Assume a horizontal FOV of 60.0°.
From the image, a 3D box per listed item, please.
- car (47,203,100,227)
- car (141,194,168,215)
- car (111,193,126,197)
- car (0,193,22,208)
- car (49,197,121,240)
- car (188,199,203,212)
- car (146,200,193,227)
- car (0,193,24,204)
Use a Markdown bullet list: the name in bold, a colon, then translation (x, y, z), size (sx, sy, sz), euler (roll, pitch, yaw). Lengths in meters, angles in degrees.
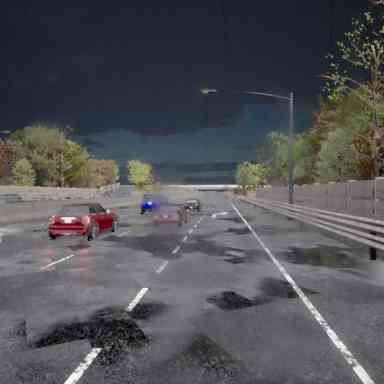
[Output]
- **car**: translation (-8.308, 1.564, 23.697), size (1.994, 1.385, 4.181), euler (0, 0, 5)
- **car**: translation (-3.787, 1.220, 34.633), size (2.150, 2.045, 5.566), euler (0, -1, 5)
- **car**: translation (-14.977, 1.267, 67.155), size (2.150, 2.045, 5.566), euler (0, 0, 5)
- **car**: translation (-27.353, 1.229, 48.142), size (2.150, 2.045, 5.566), euler (0, 0, 5)
- **car**: translation (-5.393, 1.351, 17.149), size (2.097, 1.767, 4.553), euler (0, 0, 5)
- **car**: translation (0.141, 1.530, 39.207), size (1.812, 1.442, 4.674), euler (0, 0, 5)
- **car**: translation (-1.367, 1.548, 22.743), size (2.033, 1.411, 5.357), euler (0, 0, 5)
- **car**: translation (-24.234, 1.359, 43.874), size (2.097, 1.767, 4.553), euler (0, 0, 6)
